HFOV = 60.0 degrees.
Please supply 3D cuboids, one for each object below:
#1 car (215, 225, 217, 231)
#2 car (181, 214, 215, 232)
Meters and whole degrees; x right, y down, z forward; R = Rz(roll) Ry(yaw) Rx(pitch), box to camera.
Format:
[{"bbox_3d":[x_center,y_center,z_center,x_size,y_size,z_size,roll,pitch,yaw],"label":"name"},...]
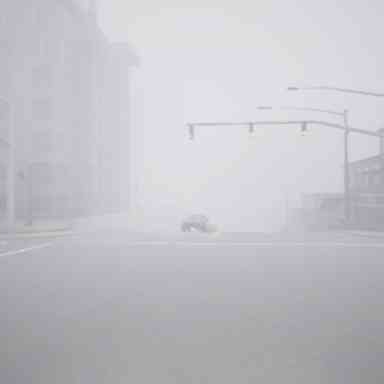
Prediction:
[{"bbox_3d":[1.745,4.152,36.282,1.994,1.385,4.181,-1,-13,8],"label":"car"},{"bbox_3d":[0.391,2.470,26.507,2.033,1.411,5.357,-1,-5,8],"label":"car"}]
